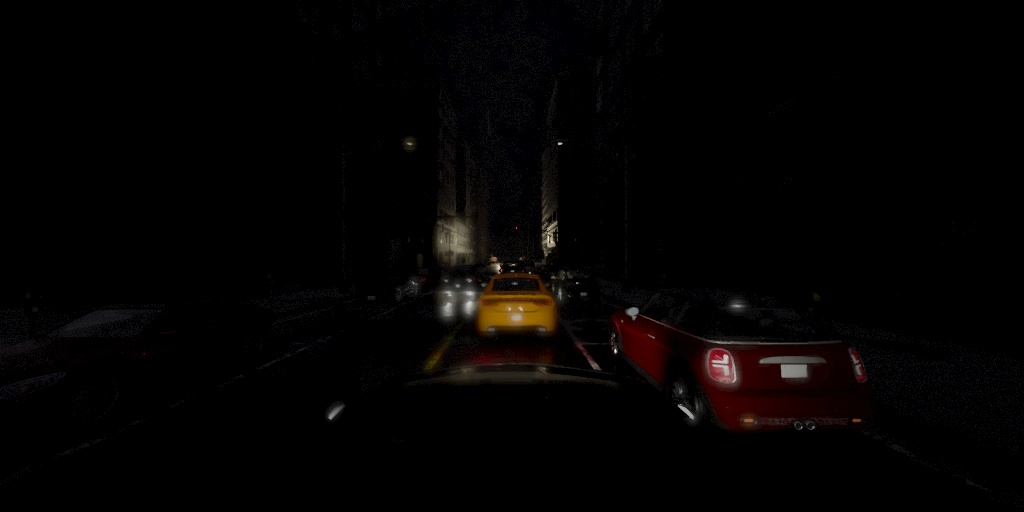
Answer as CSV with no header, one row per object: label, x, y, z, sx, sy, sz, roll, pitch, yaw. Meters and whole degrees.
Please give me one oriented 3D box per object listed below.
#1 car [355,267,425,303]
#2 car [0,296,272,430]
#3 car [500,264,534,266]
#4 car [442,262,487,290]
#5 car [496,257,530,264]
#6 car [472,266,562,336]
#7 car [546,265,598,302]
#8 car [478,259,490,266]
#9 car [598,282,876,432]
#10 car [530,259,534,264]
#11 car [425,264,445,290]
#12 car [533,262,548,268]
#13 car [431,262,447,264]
car,-5.638,1.316,16.593,1.948,1.339,4.313,0,0,0
car,-5.661,1.332,5.590,1.802,1.307,4.207,0,0,0
car,0.137,1.315,19.449,1.994,1.385,4.181,0,0,0
car,-3.009,1.299,22.731,2.033,1.411,5.357,0,0,1
car,0.085,1.104,28.181,2.097,1.767,4.553,0,0,1
car,0.115,1.228,10.460,1.882,1.535,5.008,0,0,0
car,2.887,1.301,16.575,2.007,1.370,4.403,0,0,0
car,-5.502,1.373,64.697,1.802,1.307,4.207,0,0,0
car,2.865,1.189,5.572,1.967,1.591,4.097,0,0,0
car,3.023,1.231,64.666,1.967,1.591,4.097,0,0,0
car,-5.627,1.333,22.094,1.802,1.307,4.207,0,0,0
car,2.910,1.318,27.577,1.948,1.339,4.313,0,0,0
car,-5.615,1.192,27.595,1.967,1.591,4.097,0,0,0
